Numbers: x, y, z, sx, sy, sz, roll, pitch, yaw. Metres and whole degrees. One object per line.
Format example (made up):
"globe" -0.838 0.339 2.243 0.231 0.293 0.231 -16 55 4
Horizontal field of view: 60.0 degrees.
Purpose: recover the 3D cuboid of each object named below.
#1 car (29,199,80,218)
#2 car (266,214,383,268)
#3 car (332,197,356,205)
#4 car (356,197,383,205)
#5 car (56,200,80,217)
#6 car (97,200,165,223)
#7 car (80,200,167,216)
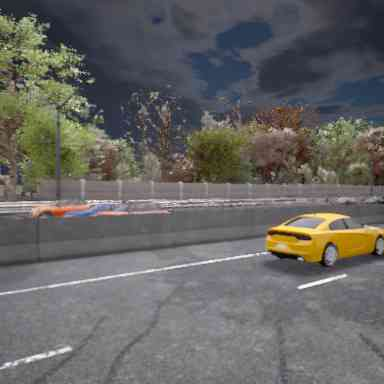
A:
"car" -10.190 1.355 26.026 4.553 1.767 2.097 0 0 -38
"car" 4.712 1.481 11.406 5.008 1.535 1.882 0 0 -35
"car" 23.243 1.570 50.622 4.674 1.442 1.812 0 0 -35
"car" 26.717 1.524 48.791 5.008 1.535 1.882 0 0 -35
"car" -5.746 1.481 21.388 5.008 1.535 1.882 0 0 -36
"car" -4.752 1.483 26.397 5.008 1.535 1.882 0 0 -35
"car" -3.532 1.355 18.668 4.553 1.767 2.097 0 0 -35
